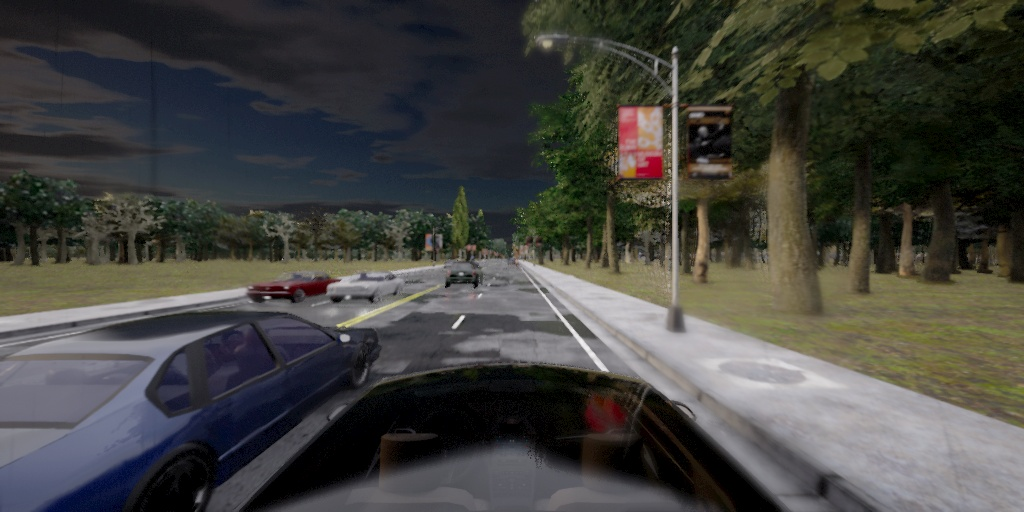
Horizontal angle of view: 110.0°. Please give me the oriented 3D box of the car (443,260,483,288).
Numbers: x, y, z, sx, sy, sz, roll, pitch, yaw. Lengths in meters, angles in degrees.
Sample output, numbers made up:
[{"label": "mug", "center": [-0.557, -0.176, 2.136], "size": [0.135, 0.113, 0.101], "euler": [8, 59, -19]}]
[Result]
[{"label": "car", "center": [-3.154, 1.137, 24.371], "size": [2.097, 1.767, 4.553], "euler": [0, 0, 0]}]

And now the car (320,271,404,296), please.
[{"label": "car", "center": [-6.603, 1.373, 16.664], "size": [1.895, 1.301, 4.718], "euler": [0, 0, 0]}]

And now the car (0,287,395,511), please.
[{"label": "car", "center": [-3.152, 1.300, 3.748], "size": [2.033, 1.411, 5.357], "euler": [0, 0, 0]}]

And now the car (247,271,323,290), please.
[{"label": "car", "center": [-9.853, 1.373, 16.663], "size": [1.895, 1.301, 4.718], "euler": [0, 0, 0]}]

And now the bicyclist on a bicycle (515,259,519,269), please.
[{"label": "bicyclist on a bicycle", "center": [0.882, 1.286, 55.054], "size": [0.866, 1.612, 1.509], "euler": [0, 0, 0]}]

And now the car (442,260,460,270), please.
[{"label": "car", "center": [-9.812, 1.347, 57.979], "size": [2.128, 1.511, 4.902], "euler": [0, 0, 1]}]

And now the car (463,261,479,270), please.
[{"label": "car", "center": [-6.558, 1.457, 57.980], "size": [1.895, 1.301, 4.718], "euler": [0, 0, 1]}]
